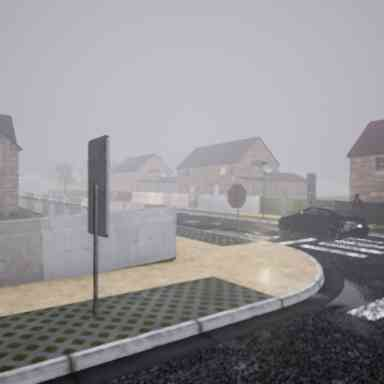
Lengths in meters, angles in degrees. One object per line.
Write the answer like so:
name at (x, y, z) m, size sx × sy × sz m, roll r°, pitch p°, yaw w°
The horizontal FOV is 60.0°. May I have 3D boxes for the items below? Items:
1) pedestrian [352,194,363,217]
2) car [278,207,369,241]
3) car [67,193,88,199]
pedestrian at (8.726, 0.987, 17.656) m, size 0.375 × 1.860 × 0.375 m, roll 2°, pitch -1°, yaw -36°
car at (6.152, 1.391, 15.966) m, size 1.994 × 1.385 × 4.181 m, roll 1°, pitch 1°, yaw -31°
car at (-16.653, 0.768, 47.984) m, size 1.895 × 1.301 × 4.718 m, roll 0°, pitch 1°, yaw -36°
